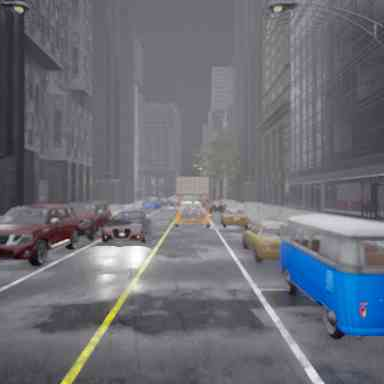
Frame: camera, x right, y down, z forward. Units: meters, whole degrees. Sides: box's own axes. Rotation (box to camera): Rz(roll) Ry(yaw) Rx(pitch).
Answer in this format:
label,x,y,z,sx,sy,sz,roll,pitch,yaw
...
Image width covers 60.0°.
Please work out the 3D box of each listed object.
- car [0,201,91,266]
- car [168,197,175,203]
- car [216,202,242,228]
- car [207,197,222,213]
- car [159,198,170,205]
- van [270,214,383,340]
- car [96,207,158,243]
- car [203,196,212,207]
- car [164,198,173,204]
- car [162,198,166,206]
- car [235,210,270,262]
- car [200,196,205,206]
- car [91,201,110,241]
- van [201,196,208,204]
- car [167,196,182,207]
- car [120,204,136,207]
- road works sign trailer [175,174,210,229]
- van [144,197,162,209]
label,x,y,z,sx,sy,sz,roll,pitch,yaw
car,-5.649,1.395,12.065,2.192,1.841,5.009,0,0,0
car,-5.537,2.162,90.835,1.752,1.417,4.829,0,-1,0
car,2.900,1.669,23.514,1.752,1.417,4.829,0,0,1
car,2.917,1.682,40.230,1.967,1.590,4.097,0,0,0
car,-5.569,1.997,68.450,1.887,1.381,4.507,0,0,0
van,2.869,1.385,6.390,1.690,1.788,3.998,0,0,0
car,-3.075,1.670,16.572,1.994,1.385,4.181,0,0,0
car,2.925,1.719,45.868,1.967,1.590,4.097,0,0,0
car,-5.552,2.124,79.728,1.802,1.307,4.206,0,0,0
car,-5.593,1.886,51.534,1.947,1.339,4.313,0,0,0
car,2.878,1.605,12.201,1.752,1.417,4.829,0,0,0
car,2.940,1.677,57.149,2.192,1.841,5.009,0,0,0
car,-5.641,1.428,17.705,2.192,1.841,5.009,0,0,0
van,2.973,1.883,79.706,1.690,1.788,3.998,0,0,0
car,-2.964,1.906,59.428,1.812,1.442,4.674,0,0,1
car,-5.625,1.701,28.771,1.752,1.417,4.829,0,0,1
road works sign trailer,0.032,0.604,22.634,2.380,3.560,2.880,0,0,0
van,-5.600,1.621,45.897,1.690,1.788,3.998,0,0,0
